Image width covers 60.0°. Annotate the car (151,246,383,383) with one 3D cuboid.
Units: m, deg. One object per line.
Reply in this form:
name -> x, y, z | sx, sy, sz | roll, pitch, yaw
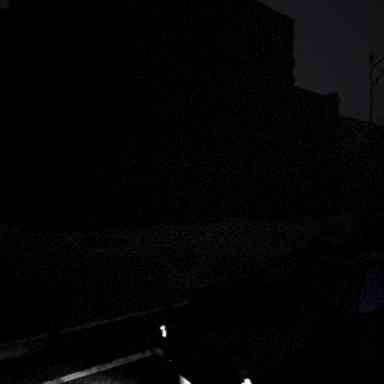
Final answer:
car -> 2.126, 1.569, 4.881 | 5.357, 1.411, 2.033 | 0, 0, -35
